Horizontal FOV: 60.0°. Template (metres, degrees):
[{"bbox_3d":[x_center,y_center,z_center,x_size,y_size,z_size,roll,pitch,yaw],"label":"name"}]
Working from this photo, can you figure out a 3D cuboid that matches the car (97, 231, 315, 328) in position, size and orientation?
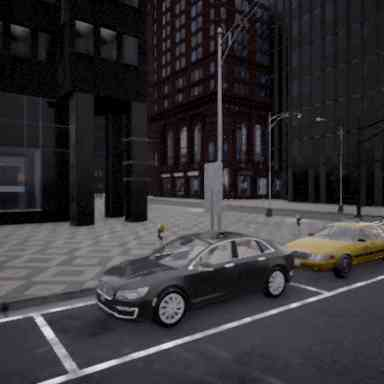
[{"bbox_3d":[0.284,1.536,6.859,4.403,1.369,2.008,0,0,-36],"label":"car"}]

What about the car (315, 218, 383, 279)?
[{"bbox_3d":[4.627,1.492,9.969,4.829,1.417,1.752,0,0,-36],"label":"car"}]
